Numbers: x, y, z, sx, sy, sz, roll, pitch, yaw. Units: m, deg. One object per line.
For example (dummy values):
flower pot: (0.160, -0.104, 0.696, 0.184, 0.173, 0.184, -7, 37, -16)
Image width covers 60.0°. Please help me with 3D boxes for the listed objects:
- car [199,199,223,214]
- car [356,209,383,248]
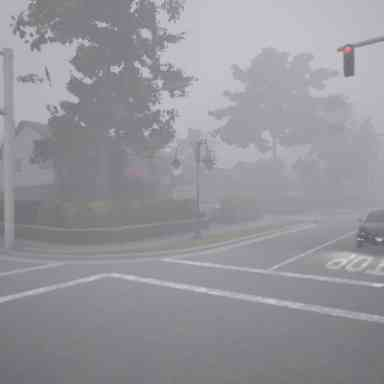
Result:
car: (1.762, 1.410, 33.373, 3.806, 1.475, 1.970, -1, -1, 38)
car: (8.452, 1.534, 14.374, 1.837, 1.490, 4.892, -1, -1, 37)
